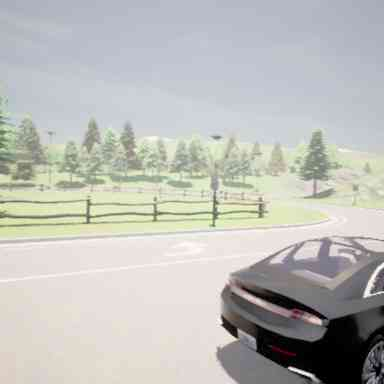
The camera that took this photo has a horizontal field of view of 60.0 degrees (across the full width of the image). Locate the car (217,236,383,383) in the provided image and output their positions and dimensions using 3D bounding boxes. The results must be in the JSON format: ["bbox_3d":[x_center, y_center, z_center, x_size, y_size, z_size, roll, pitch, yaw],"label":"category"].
[{"bbox_3d":[2.685,1.439,4.921,4.902,1.511,2.128,1,2,-31],"label":"car"}]
